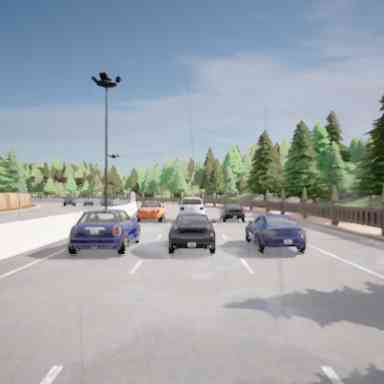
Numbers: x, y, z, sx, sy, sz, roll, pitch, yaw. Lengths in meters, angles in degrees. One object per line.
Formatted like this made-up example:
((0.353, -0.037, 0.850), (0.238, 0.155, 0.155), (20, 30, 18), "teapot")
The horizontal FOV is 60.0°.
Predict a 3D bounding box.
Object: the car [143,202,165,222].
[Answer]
((-3.509, 1.625, 29.088), (2.097, 1.767, 4.553), (0, -1, 0), "car")

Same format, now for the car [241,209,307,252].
((3.501, 1.662, 14.384), (1.812, 1.442, 4.674), (0, 0, 0), "car")

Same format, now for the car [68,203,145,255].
((-3.501, 1.484, 14.089), (2.097, 1.767, 4.553), (0, -1, 0), "car")

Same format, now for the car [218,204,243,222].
((3.489, 1.784, 29.298), (1.837, 1.490, 4.892), (0, 0, 0), "car")

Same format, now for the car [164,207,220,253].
((0.001, 1.644, 14.332), (1.837, 1.490, 4.892), (0, 0, 0), "car")

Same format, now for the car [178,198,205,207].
((-0.007, 1.491, 29.017), (2.150, 2.045, 5.566), (0, 0, 0), "car")
